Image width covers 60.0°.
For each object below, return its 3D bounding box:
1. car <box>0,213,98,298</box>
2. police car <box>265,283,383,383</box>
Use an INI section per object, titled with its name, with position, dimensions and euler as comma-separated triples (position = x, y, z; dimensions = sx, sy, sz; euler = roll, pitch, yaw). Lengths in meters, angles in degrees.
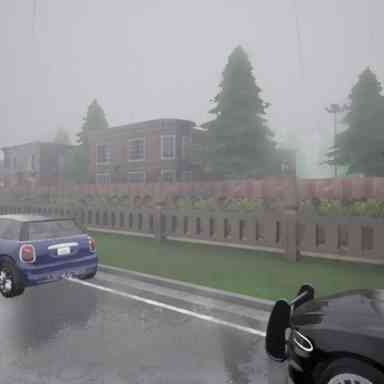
[car]
position = -4.562, 1.351, 8.811
dimensions = 4.553, 1.767, 2.097
euler = 0, 0, 38
[police car]
position = 3.212, 1.425, 2.746
dimensions = 5.238, 1.638, 1.930
euler = 0, 0, 38
